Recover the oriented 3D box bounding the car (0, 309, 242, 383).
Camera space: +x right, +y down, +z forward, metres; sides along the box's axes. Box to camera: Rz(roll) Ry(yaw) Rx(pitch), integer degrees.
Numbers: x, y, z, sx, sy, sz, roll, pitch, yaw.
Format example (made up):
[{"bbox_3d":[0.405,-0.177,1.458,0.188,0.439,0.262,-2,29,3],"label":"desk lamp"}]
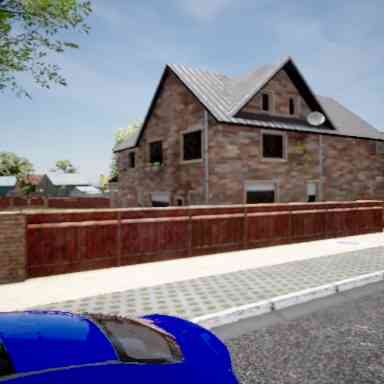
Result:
[{"bbox_3d":[-1.619,1.504,1.492,4.674,1.442,1.812,0,1,-42],"label":"car"}]
